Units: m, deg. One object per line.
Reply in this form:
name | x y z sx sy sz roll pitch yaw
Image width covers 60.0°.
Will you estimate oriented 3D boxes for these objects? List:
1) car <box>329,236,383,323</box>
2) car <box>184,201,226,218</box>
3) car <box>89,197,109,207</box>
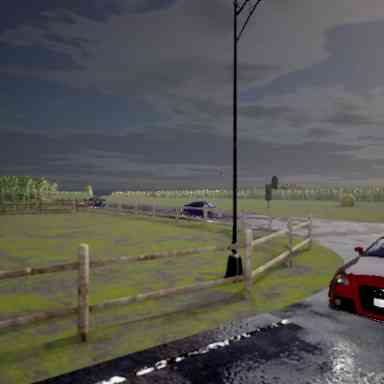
car | 4.420 1.601 6.705 1.994 1.385 4.181 0 0 44
car | 1.022 1.560 29.612 1.812 1.442 4.674 0 0 -35
car | -14.439 1.461 51.442 2.128 1.511 4.902 0 0 -35
